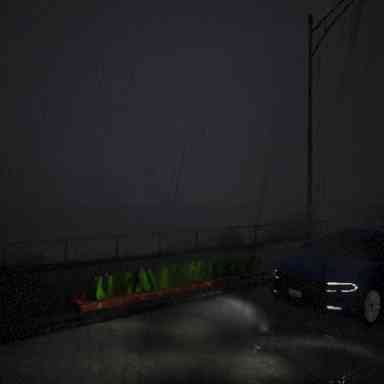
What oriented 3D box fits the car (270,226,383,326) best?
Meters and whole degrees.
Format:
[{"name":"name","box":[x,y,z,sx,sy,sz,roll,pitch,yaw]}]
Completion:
[{"name":"car","box":[3.863,1.545,7.361,5.008,1.535,1.882,1,0,-35]}]

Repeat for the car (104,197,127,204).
[{"name":"car","box":[-15.952,1.747,68.854,4.892,1.490,1.837,1,0,-36]}]
